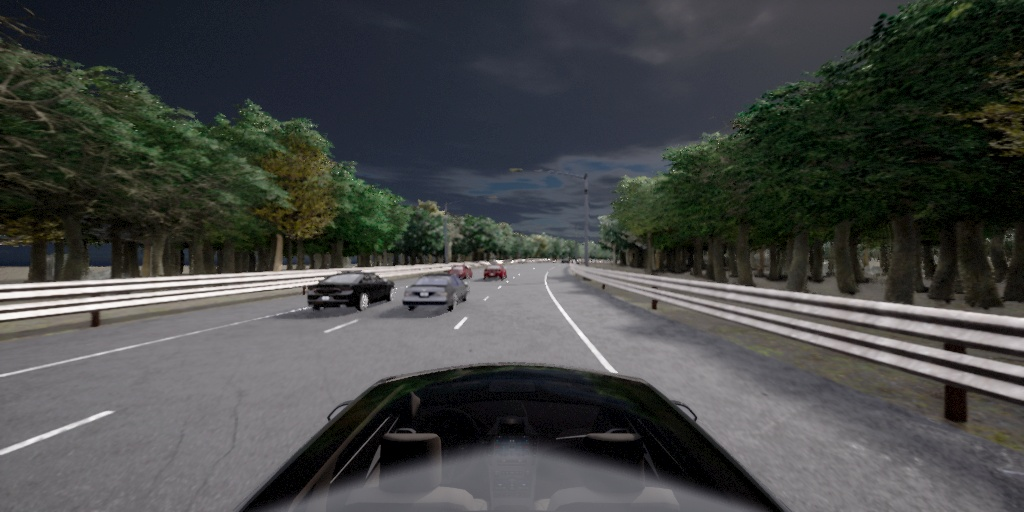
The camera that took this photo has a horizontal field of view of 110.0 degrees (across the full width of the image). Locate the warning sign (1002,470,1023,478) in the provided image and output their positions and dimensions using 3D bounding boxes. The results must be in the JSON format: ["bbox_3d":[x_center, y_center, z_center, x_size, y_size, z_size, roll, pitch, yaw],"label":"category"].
[{"bbox_3d":[4.546,0.880,2.479,1.300,1.860,1.060,0,0,0],"label":"warning sign"}]

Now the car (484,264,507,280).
[{"bbox_3d":[-1.688,1.622,37.133,1.882,1.535,5.008,0,0,5],"label":"car"}]

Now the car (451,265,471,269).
[{"bbox_3d":[-5.248,1.667,36.635,1.812,1.442,4.674,0,0,5],"label":"car"}]

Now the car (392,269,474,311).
[{"bbox_3d":[-3.099,1.468,15.552,2.033,1.411,5.357,0,-1,2],"label":"car"}]

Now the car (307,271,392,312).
[{"bbox_3d":[-6.595,1.393,15.329,1.882,1.535,5.008,0,-1,2],"label":"car"}]
